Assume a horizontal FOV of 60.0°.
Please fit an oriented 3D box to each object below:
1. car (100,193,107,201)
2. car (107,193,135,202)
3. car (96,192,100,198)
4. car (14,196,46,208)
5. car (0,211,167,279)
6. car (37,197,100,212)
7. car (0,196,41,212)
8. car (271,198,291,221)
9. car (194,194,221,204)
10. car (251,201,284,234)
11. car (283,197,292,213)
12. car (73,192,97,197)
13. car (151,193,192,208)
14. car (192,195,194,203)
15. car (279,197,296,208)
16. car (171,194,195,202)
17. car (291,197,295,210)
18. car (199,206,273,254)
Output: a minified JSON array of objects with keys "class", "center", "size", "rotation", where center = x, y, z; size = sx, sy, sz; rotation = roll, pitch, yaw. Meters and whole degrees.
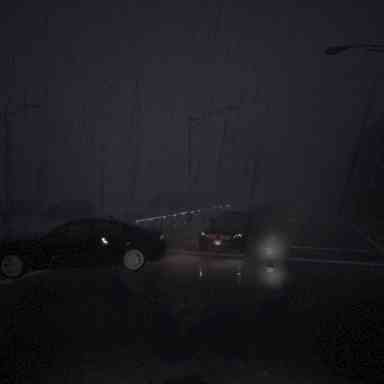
[{"class":"car","center":[-19.954,1.016,70.958],"size":[3.866,1.878,1.905],"rotation":[0,0,19]},{"class":"car","center":[-13.569,1.047,65.307],"size":[4.605,1.855,1.932],"rotation":[0,0,19]},{"class":"car","center":[-21.607,1.300,68.010],"size":[3.806,1.475,1.970],"rotation":[0,0,19]},{"class":"car","center":[-21.533,1.274,44.304],"size":[3.633,1.501,1.845],"rotation":[0,0,19]},{"class":"car","center":[-3.251,1.475,9.829],"size":[5.008,1.535,1.882],"rotation":[0,0,-15]},{"class":"car","center":[-8.942,1.356,24.187],"size":[3.633,1.501,1.845],"rotation":[0,0,19]},{"class":"car","center":[-15.003,1.356,29.404],"size":[3.806,1.475,1.970],"rotation":[0,0,19]},{"class":"car","center":[5.967,1.476,24.877],"size":[2.128,1.511,4.902],"rotation":[0,0,19]},{"class":"car","center":[1.869,1.127,56.723],"size":[5.027,1.636,2.152],"rotation":[0,0,19]},{"class":"car","center":[4.036,1.491,19.237],"size":[1.837,1.490,4.892],"rotation":[0,0,19]},{"class":"car","center":[7.864,1.488,30.434],"size":[1.837,1.490,4.892],"rotation":[0,0,19]},{"class":"car","center":[-18.265,1.250,53.748],"size":[4.514,1.523,2.007],"rotation":[0,0,19]},{"class":"car","center":[-2.810,1.076,41.731],"size":[4.605,1.855,1.932],"rotation":[0,0,19]},{"class":"car","center":[-2.262,1.054,44.614],"size":[3.866,1.878,1.905],"rotation":[0,0,19]},{"class":"car","center":[13.716,1.470,47.584],"size":[2.128,1.511,4.902],"rotation":[0,0,19]},{"class":"car","center":[-1.853,1.260,68.644],"size":[4.514,1.523,2.007],"rotation":[0,0,19]},{"class":"car","center":[9.924,1.545,36.465],"size":[1.994,1.385,4.181],"rotation":[0,0,19]},{"class":"car","center":[1.871,1.515,13.836],"size":[1.812,1.442,4.674],"rotation":[0,0,25]}]
